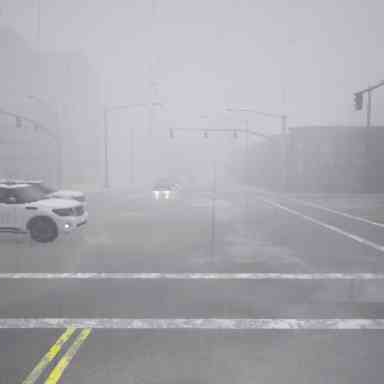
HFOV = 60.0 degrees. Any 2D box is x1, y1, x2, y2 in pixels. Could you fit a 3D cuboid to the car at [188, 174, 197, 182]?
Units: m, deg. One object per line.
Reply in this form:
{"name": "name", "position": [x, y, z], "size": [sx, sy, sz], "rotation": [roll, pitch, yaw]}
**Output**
{"name": "car", "position": [0.097, -2.950, 70.872], "size": [1.994, 1.385, 4.181], "rotation": [0, 4, 0]}

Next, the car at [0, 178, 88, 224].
{"name": "car", "position": [-8.213, 0.370, 16.698], "size": [5.566, 2.045, 2.150], "rotation": [-1, 5, -15]}

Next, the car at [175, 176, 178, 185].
{"name": "car", "position": [-3.524, -1.675, 51.308], "size": [1.837, 1.490, 4.892], "rotation": [0, 4, 0]}

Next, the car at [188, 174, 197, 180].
{"name": "car", "position": [0.110, -3.672, 80.699], "size": [2.033, 1.411, 5.357], "rotation": [0, 4, 0]}

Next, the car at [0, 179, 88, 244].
{"name": "car", "position": [-6.780, 0.670, 12.220], "size": [5.566, 2.045, 2.150], "rotation": [0, 4, 0]}

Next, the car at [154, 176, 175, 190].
{"name": "car", "position": [-3.541, -0.950, 41.401], "size": [1.994, 1.385, 4.181], "rotation": [0, 4, 0]}
